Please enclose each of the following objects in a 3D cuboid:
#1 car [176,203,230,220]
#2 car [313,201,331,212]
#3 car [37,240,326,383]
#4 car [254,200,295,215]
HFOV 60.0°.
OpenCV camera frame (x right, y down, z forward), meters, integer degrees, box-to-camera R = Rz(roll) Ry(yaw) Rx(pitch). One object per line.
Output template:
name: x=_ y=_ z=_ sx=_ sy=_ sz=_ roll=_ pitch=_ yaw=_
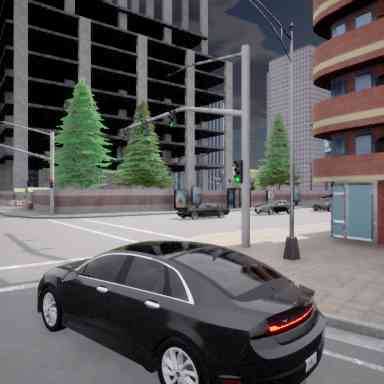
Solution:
car: x=0.987 y=1.656 z=29.111 sx=4.718 sy=1.301 sz=1.895 roll=0 pitch=0 yaw=-36
car: x=16.675 y=1.407 z=40.284 sx=4.553 sy=1.767 sz=2.097 roll=0 pitch=0 yaw=-35
car: x=-0.585 y=1.505 z=5.050 sx=4.892 sy=1.490 sz=1.837 roll=0 pitch=0 yaw=41
car: x=8.579 y=1.547 z=34.530 sx=4.902 sy=1.511 sz=2.128 roll=0 pitch=0 yaw=-35
